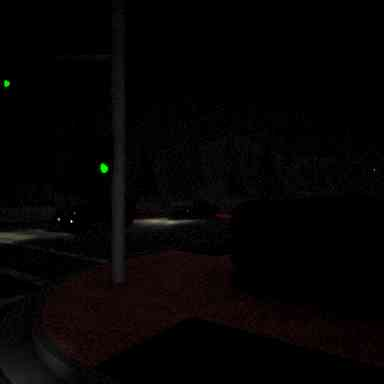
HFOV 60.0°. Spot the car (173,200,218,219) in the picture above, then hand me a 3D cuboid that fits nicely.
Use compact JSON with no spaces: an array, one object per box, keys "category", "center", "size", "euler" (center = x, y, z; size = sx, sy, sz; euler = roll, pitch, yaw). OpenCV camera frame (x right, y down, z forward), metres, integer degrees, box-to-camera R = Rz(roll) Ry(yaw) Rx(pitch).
[{"category":"car","center":[0.386,1.478,29.401],"size":[1.882,1.535,5.008],"euler":[0,0,39]}]

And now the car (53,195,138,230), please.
[{"category":"car","center":[-5.979,1.221,21.385],"size":[2.150,2.045,5.566],"euler":[0,0,38]}]
